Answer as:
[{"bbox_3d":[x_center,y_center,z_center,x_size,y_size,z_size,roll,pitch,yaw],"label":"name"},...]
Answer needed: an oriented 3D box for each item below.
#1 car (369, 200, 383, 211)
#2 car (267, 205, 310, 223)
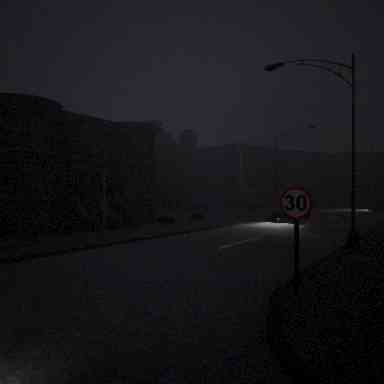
[{"bbox_3d":[24.024,1.565,40.737,4.181,1.385,1.994,0,0,1],"label":"car"},{"bbox_3d":[7.726,1.548,26.066,2.033,1.411,5.357,0,0,35],"label":"car"}]
